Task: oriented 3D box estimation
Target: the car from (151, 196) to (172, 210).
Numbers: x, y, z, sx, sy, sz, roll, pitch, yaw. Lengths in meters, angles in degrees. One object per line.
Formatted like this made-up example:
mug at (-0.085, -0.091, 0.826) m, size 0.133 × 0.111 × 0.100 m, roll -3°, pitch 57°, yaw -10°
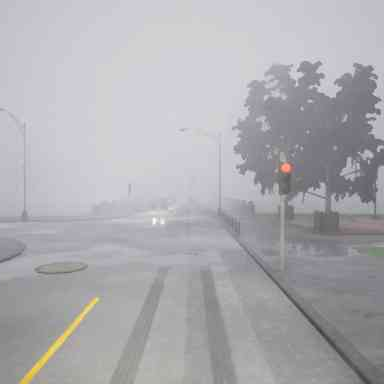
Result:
car at (-4.063, 1.491, 42.224) m, size 2.128 × 1.511 × 4.902 m, roll 0°, pitch 0°, yaw 0°

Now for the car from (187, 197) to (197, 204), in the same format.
car at (0.054, 1.547, 61.659) m, size 2.033 × 1.411 × 5.357 m, roll 0°, pitch 0°, yaw 0°

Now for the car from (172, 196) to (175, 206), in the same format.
car at (-4.048, 1.477, 51.771) m, size 1.882 × 1.535 × 5.008 m, roll 0°, pitch 0°, yaw 0°
